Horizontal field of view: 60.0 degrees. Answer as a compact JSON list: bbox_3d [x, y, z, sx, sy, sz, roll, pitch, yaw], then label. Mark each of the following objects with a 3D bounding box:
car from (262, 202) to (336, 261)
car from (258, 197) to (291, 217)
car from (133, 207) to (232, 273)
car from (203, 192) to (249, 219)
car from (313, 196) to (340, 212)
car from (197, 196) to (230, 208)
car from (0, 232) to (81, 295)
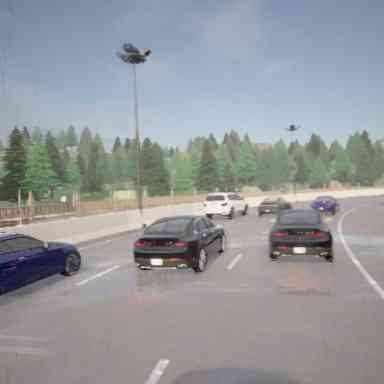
[{"bbox_3d":[3.735,1.332,11.492,1.837,1.490,4.892,-3,0,19],"label":"car"},{"bbox_3d":[6.794,1.170,26.965,2.128,1.511,4.902,-2,0,28],"label":"car"},{"bbox_3d":[-0.182,1.498,10.749,1.837,1.490,4.892,-3,0,17],"label":"car"},{"bbox_3d":[2.836,1.066,27.086,2.150,2.045,5.566,-3,0,27],"label":"car"},{"bbox_3d":[10.890,1.032,27.178,1.812,1.442,4.674,-3,0,29],"label":"car"},{"bbox_3d":[3.121,1.397,47.319,2.033,1.411,5.357,-2,0,37],"label":"car"},{"bbox_3d":[-4.652,1.710,8.097,1.812,1.442,4.674,-2,0,15],"label":"car"}]
